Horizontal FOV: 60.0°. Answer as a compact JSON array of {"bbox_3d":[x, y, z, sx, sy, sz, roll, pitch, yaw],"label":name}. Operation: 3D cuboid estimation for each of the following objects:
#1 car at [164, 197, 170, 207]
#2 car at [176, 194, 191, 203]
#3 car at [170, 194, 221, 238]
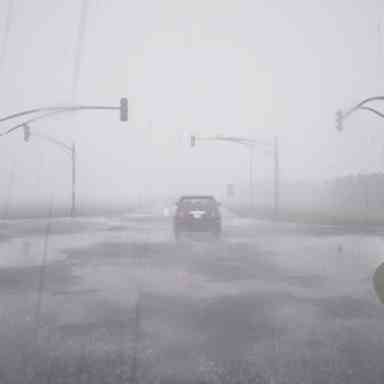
[{"bbox_3d":[-2.499,1.308,43.752,1.895,1.301,4.718,0,0,3],"label":"car"},{"bbox_3d":[-1.520,1.079,60.321,2.128,1.511,4.902,0,0,4],"label":"car"},{"bbox_3d":[0.286,1.110,16.929,2.150,2.045,5.566,0,0,1],"label":"car"}]
